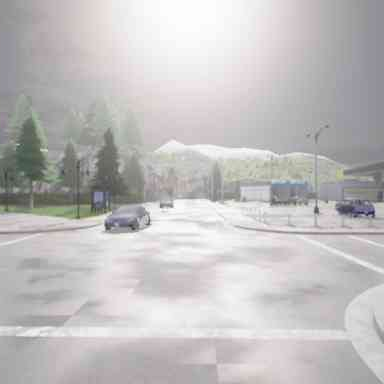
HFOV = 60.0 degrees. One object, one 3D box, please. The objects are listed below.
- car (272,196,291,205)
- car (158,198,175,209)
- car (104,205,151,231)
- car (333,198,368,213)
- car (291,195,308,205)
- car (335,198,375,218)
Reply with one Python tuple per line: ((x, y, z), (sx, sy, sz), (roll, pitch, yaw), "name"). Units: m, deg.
((14.168, 1.353, 54.470), (2.007, 1.523, 4.514), (0, 0, 0), "car")
((-3.529, 1.526, 46.564), (1.812, 1.442, 4.674), (0, 0, 0), "car")
((-3.851, 1.540, 20.847), (1.812, 1.442, 4.674), (1, 0, 8), "car")
((16.986, 1.393, 35.830), (1.970, 1.475, 3.806), (0, 0, 0), "car")
((17.305, 1.344, 54.493), (2.152, 1.636, 5.027), (0, 0, 0), "car")
((13.938, 1.381, 28.437), (1.845, 1.501, 3.633), (0, 0, 0), "car")
